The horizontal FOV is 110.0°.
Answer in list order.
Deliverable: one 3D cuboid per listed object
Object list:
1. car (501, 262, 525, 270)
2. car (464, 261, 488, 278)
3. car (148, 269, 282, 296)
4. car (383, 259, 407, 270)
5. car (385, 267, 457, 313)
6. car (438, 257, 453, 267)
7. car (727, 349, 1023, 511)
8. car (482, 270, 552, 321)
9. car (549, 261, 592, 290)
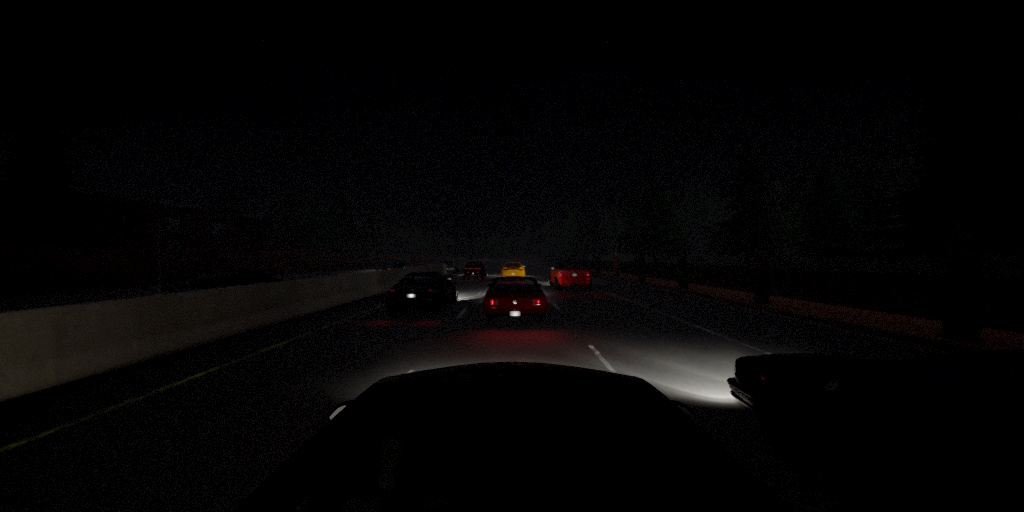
[{"bbox_3d":[0.084,1.227,30.249,1.882,1.535,5.008,0,0,0],"label":"car"},{"bbox_3d":[-3.431,1.254,33.879,1.837,1.490,4.892,0,0,0],"label":"car"},{"bbox_3d":[-10.605,1.256,13.257,1.837,1.490,4.892,0,0,0],"label":"car"},{"bbox_3d":[-14.277,1.239,43.890,2.128,1.511,4.902,0,0,-1],"label":"car"},{"bbox_3d":[-3.405,1.314,14.112,1.994,1.385,4.181,0,0,0],"label":"car"},{"bbox_3d":[-11.204,1.226,60.344,1.882,1.535,5.008,0,0,-1],"label":"car"},{"bbox_3d":[3.600,1.298,1.985,2.033,1.411,5.357,0,0,0],"label":"car"},{"bbox_3d":[0.088,1.351,12.419,1.895,1.301,4.718,0,0,0],"label":"car"},{"bbox_3d":[3.591,1.102,22.666,2.097,1.767,4.553,0,0,0],"label":"car"}]
